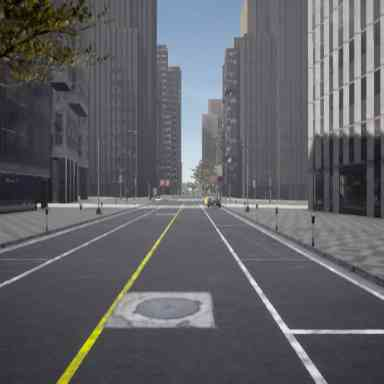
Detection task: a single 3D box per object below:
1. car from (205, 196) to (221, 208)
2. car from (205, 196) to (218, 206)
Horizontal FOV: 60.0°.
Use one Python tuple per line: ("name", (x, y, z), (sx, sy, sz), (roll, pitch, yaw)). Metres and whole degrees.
("car", (3.149, 1.523, 48.316), (1.812, 1.442, 4.674), (0, 0, 0))
("car", (3.140, 1.481, 55.316), (1.882, 1.535, 5.008), (0, 0, 0))
